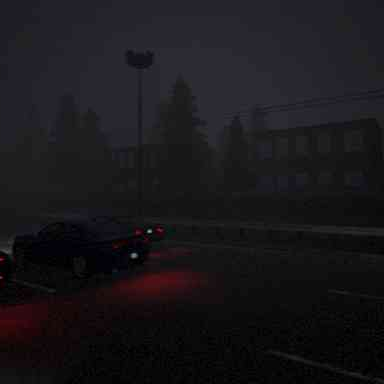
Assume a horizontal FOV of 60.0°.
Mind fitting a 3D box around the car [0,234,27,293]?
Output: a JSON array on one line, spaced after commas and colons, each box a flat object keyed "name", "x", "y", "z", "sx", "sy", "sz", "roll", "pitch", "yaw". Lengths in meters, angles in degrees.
[{"name": "car", "x": -6.124, "y": 1.599, "z": 7.767, "sx": 4.892, "sy": 1.490, "sz": 1.837, "roll": -1, "pitch": 0, "yaw": 35}]

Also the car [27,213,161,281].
[{"name": "car", "x": -3.558, "y": 1.557, "z": 10.243, "sx": 5.008, "sy": 1.535, "sz": 1.882, "roll": -1, "pitch": 0, "yaw": 35}]

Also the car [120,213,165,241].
[{"name": "car", "x": -3.726, "y": 1.648, "z": 14.636, "sx": 5.357, "sy": 1.411, "sz": 2.033, "roll": -1, "pitch": 0, "yaw": 35}]
